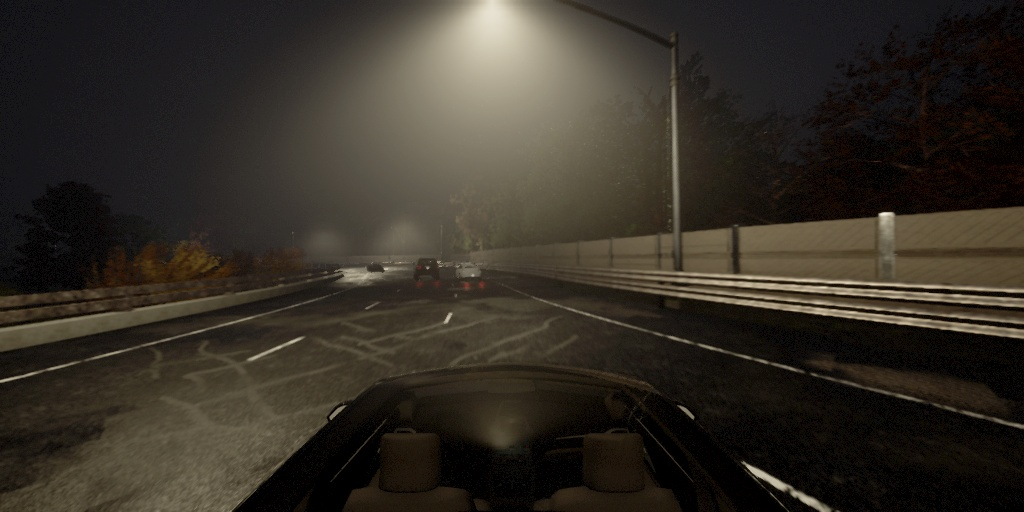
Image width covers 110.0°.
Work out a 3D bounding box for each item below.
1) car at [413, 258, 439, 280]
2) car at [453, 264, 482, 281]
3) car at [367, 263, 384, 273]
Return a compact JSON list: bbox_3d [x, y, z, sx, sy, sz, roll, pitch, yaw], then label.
[{"bbox_3d":[-8.481,1.206,35.372,2.150,2.045,5.566,-1,0,-18],"label":"car"},{"bbox_3d":[-4.055,1.445,32.850,1.812,1.442,4.674,-1,0,-18],"label":"car"},{"bbox_3d":[-21.241,1.815,55.622,1.994,1.385,4.181,-1,0,-30],"label":"car"}]
